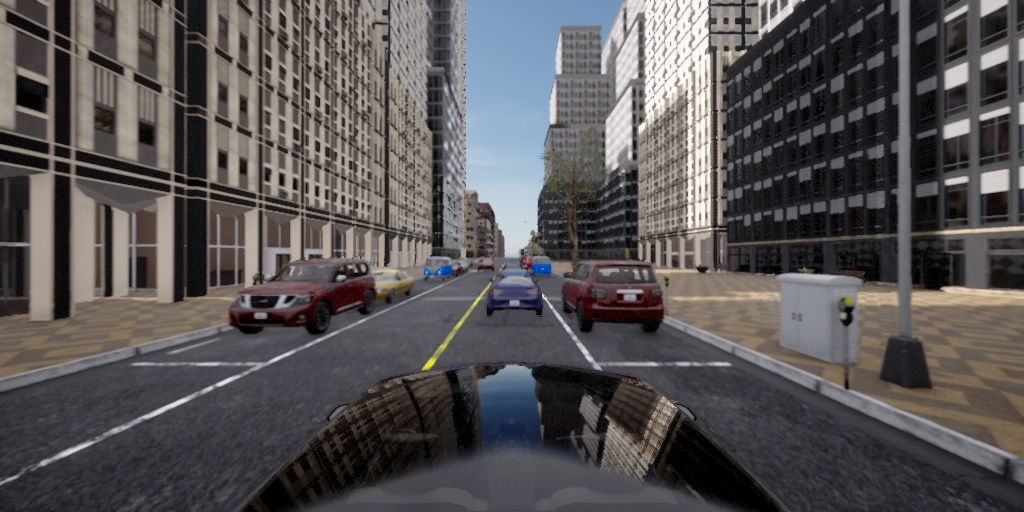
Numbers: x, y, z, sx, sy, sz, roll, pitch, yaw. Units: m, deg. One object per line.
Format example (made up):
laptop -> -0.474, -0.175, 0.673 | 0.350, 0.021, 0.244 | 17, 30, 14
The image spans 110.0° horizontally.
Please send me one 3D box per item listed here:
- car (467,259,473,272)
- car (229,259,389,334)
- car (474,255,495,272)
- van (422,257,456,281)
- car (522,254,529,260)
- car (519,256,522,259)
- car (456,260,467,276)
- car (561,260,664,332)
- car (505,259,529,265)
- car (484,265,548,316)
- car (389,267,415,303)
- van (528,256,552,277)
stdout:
car -> -5.693, 1.095, 38.899 | 1.751, 1.417, 4.829 | 0, 0, 0
car -> -5.691, 1.020, 10.626 | 2.192, 1.841, 5.009 | 0, 0, 0
car -> -3.089, 1.029, 43.123 | 1.882, 1.535, 5.008 | 0, 0, 0
van -> -5.692, 0.964, 27.691 | 1.690, 1.789, 3.998 | 0, 0, 0
car -> 2.697, 0.859, 44.734 | 2.192, 1.841, 5.009 | 0, 0, 0
car -> 2.669, 1.055, 61.800 | 1.802, 1.307, 4.207 | 0, 0, 0
car -> -5.693, 1.036, 33.380 | 1.967, 1.591, 4.097 | 0, 0, 0
car -> 2.695, 1.020, 10.600 | 2.192, 1.841, 5.009 | 0, 0, 0
car -> 0.085, 1.185, 28.051 | 1.994, 1.385, 4.181 | 0, 0, 0
car -> 0.086, 1.220, 12.945 | 1.812, 1.442, 4.674 | 0, 0, 0
car -> -5.692, 1.203, 16.144 | 1.751, 1.417, 4.829 | 0, 0, 0
van -> 2.696, 0.937, 33.355 | 1.690, 1.789, 3.998 | 0, 0, 0
